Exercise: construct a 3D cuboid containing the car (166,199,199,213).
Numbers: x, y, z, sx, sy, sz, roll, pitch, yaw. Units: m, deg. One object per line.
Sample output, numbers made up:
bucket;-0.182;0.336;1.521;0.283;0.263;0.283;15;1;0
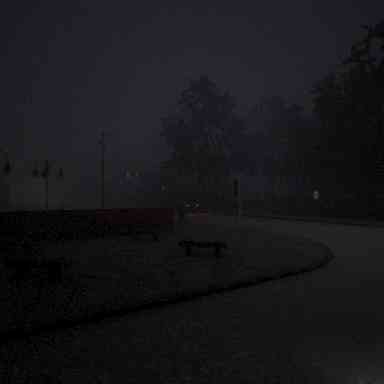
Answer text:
car;-1.109;1.526;35.724;1.812;1.442;4.674;0;0;-35
